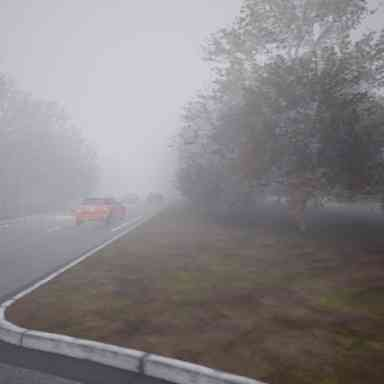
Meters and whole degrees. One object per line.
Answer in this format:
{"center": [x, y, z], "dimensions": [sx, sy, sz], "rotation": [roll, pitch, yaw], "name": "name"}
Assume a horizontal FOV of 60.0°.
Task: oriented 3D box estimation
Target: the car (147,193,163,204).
{"center": [-5.214, 0.825, 47.302], "dimensions": [2.128, 1.511, 4.902], "rotation": [-1, 1, 2], "name": "car"}

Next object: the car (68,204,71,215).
{"center": [-9.277, 1.147, 29.309], "dimensions": [1.837, 1.490, 4.892], "rotation": [-1, 1, 1], "name": "car"}

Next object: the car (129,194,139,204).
{"center": [-8.785, 0.978, 47.526], "dimensions": [2.033, 1.411, 5.357], "rotation": [-1, 1, 1], "name": "car"}

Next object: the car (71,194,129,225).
{"center": [-5.764, 1.077, 21.502], "dimensions": [2.097, 1.767, 4.553], "rotation": [-1, 1, 1], "name": "car"}
